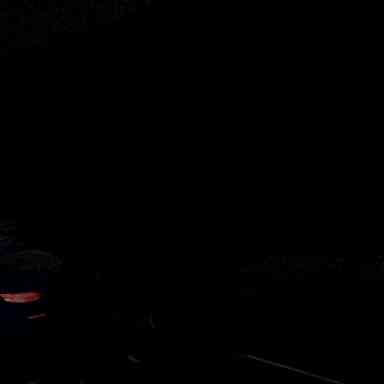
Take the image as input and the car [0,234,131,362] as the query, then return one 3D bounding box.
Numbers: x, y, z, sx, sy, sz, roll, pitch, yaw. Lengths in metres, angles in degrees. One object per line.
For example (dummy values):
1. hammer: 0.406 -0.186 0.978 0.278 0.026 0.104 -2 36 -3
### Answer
1. car: -3.545 1.513 6.060 4.674 1.452 2.002 0 0 36
